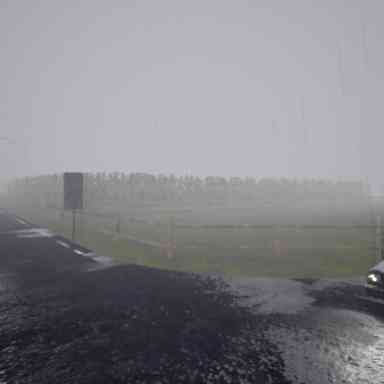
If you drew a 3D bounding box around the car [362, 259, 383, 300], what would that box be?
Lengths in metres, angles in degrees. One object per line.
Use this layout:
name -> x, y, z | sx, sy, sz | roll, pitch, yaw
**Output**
car -> 5.962, 1.556, 7.319 | 5.357, 1.411, 2.033 | 0, 0, -35
